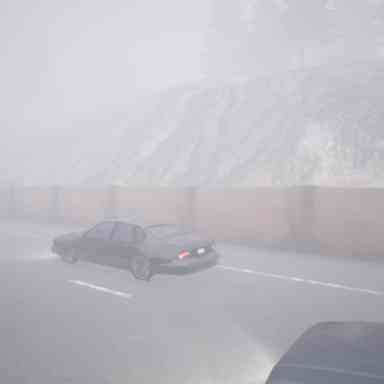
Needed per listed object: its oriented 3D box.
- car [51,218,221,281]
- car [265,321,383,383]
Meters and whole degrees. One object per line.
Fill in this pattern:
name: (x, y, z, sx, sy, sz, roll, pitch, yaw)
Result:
car: (-1.815, 1.459, 9.587, 5.357, 1.411, 2.033, 1, 1, 36)
car: (3.079, 1.568, 1.784, 5.357, 1.411, 2.033, 1, 1, 36)
